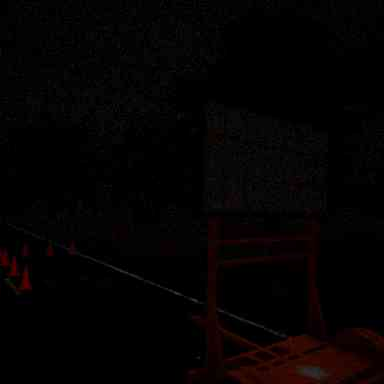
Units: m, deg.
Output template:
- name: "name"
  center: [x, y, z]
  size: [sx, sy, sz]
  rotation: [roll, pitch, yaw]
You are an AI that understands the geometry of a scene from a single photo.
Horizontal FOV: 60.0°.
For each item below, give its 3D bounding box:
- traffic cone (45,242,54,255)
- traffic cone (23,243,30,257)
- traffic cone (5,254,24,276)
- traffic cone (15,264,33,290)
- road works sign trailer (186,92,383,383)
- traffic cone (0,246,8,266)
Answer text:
- name: "traffic cone"
  center: [-6.409, 2.539, 15.015]
  size: [0.340, 0.580, 0.340]
  rotation: [4, -3, -36]
- name: "traffic cone"
  center: [-7.217, 2.488, 14.427]
  size: [0.340, 0.580, 0.340]
  rotation: [4, -3, -36]
- name: "traffic cone"
  center: [-5.668, 2.348, 10.609]
  size: [0.340, 0.580, 0.340]
  rotation: [4, -3, -36]
- name: "traffic cone"
  center: [-4.490, 2.303, 8.993]
  size: [0.340, 0.580, 0.340]
  rotation: [4, -3, -36]
- name: "road works sign trailer"
  center: [0.870, 0.720, 4.312]
  size: [2.380, 3.560, 2.880]
  rotation: [4, -4, -35]
- name: "traffic cone"
  center: [-6.846, 2.393, 12.225]
  size: [0.340, 0.580, 0.340]
  rotation: [4, -3, -36]
